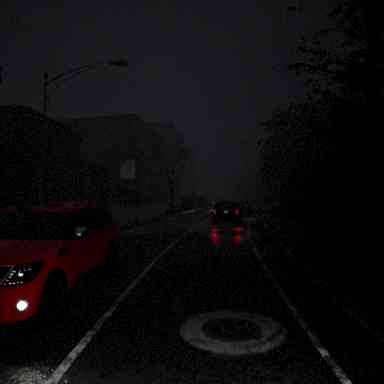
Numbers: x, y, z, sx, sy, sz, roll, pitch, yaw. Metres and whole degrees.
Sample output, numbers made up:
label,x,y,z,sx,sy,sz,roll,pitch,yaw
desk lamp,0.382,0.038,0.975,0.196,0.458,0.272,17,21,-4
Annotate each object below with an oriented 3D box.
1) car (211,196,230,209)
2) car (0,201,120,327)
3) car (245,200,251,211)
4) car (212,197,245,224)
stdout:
label,x,y,z,sx,sy,sz,roll,pitch,yaw
car,4.218,1.562,48.921,2.097,1.767,4.553,-1,0,13
car,-3.269,1.258,7.501,2.150,2.045,5.566,0,0,4
car,6.430,1.666,42.176,2.033,1.411,5.357,-1,0,13
car,2.760,1.428,25.460,2.097,1.767,4.553,-1,0,10
